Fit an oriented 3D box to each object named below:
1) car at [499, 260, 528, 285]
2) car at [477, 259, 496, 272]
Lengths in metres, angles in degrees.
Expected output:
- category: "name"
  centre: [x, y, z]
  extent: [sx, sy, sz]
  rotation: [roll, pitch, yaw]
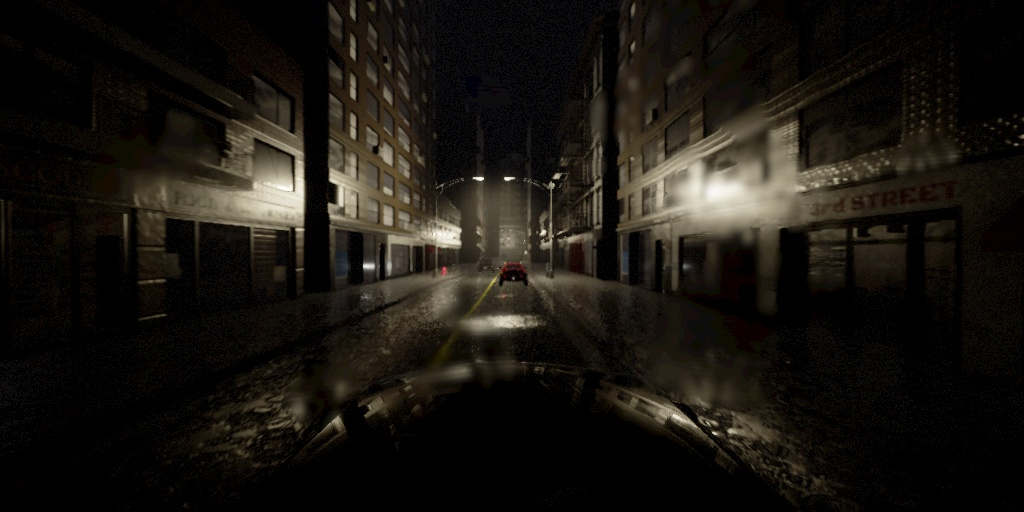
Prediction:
- category: "car"
  centre: [0.086, 1.157, 24.478]
  extent: [1.812, 1.442, 4.674]
  rotation: [0, 1, 0]
- category: "car"
  centre: [-2.859, 1.048, 40.518]
  extent: [1.837, 1.490, 4.892]
  rotation: [0, 0, 0]
